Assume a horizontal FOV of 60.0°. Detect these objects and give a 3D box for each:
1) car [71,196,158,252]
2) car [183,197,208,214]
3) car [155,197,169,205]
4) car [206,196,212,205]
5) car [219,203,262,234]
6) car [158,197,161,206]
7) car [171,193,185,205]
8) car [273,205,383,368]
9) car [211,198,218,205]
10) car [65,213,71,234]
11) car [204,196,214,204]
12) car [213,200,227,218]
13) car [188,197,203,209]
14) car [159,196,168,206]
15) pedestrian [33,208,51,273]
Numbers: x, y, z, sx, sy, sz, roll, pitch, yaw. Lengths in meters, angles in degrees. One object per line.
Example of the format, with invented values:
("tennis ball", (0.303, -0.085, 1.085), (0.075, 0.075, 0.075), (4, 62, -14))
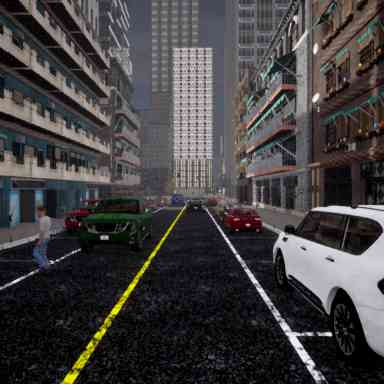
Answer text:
("car", (-2.975, 1.219, 14.176), (2.150, 2.045, 5.566), (0, 0, 1))
("car", (0.411, 1.560, 35.500), (1.994, 1.385, 4.181), (0, 0, 1))
("car", (-5.175, 1.541, 57.854), (1.887, 1.381, 4.507), (-1, 0, 1))
("car", (3.155, 1.541, 52.240), (1.887, 1.381, 4.507), (-1, 0, 1))
("car", (2.855, 1.541, 19.101), (1.887, 1.381, 4.507), (-1, 0, 1))
("car", (-5.325, 1.578, 41.284), (1.802, 1.307, 4.206), (-1, 0, 1))
("car", (-2.519, 1.220, 59.323), (2.150, 2.045, 5.566), (0, 0, 1))
("car", (3.052, 1.223, 5.885), (2.150, 2.045, 5.566), (0, 0, 1))
("car", (2.956, 1.521, 30.317), (1.752, 1.417, 4.829), (-1, 0, 1))
("car", (-5.529, 1.312, 19.190), (2.192, 1.841, 5.009), (-1, 0, 1))
("car", (3.256, 1.523, 63.457), (1.752, 1.417, 4.829), (-1, 0, 1))
("car", (2.905, 1.547, 24.624), (2.008, 1.369, 4.403), (-1, 0, 1))
("car", (0.489, 1.500, 45.489), (1.837, 1.490, 4.892), (0, 0, 1))
("car", (-5.226, 1.436, 52.330), (1.967, 1.590, 4.097), (-1, 0, 1))
("pedestrian", (-4.091, 1.292, 9.196), (0.375, 1.860, 0.375), (-1, 1, 1))
